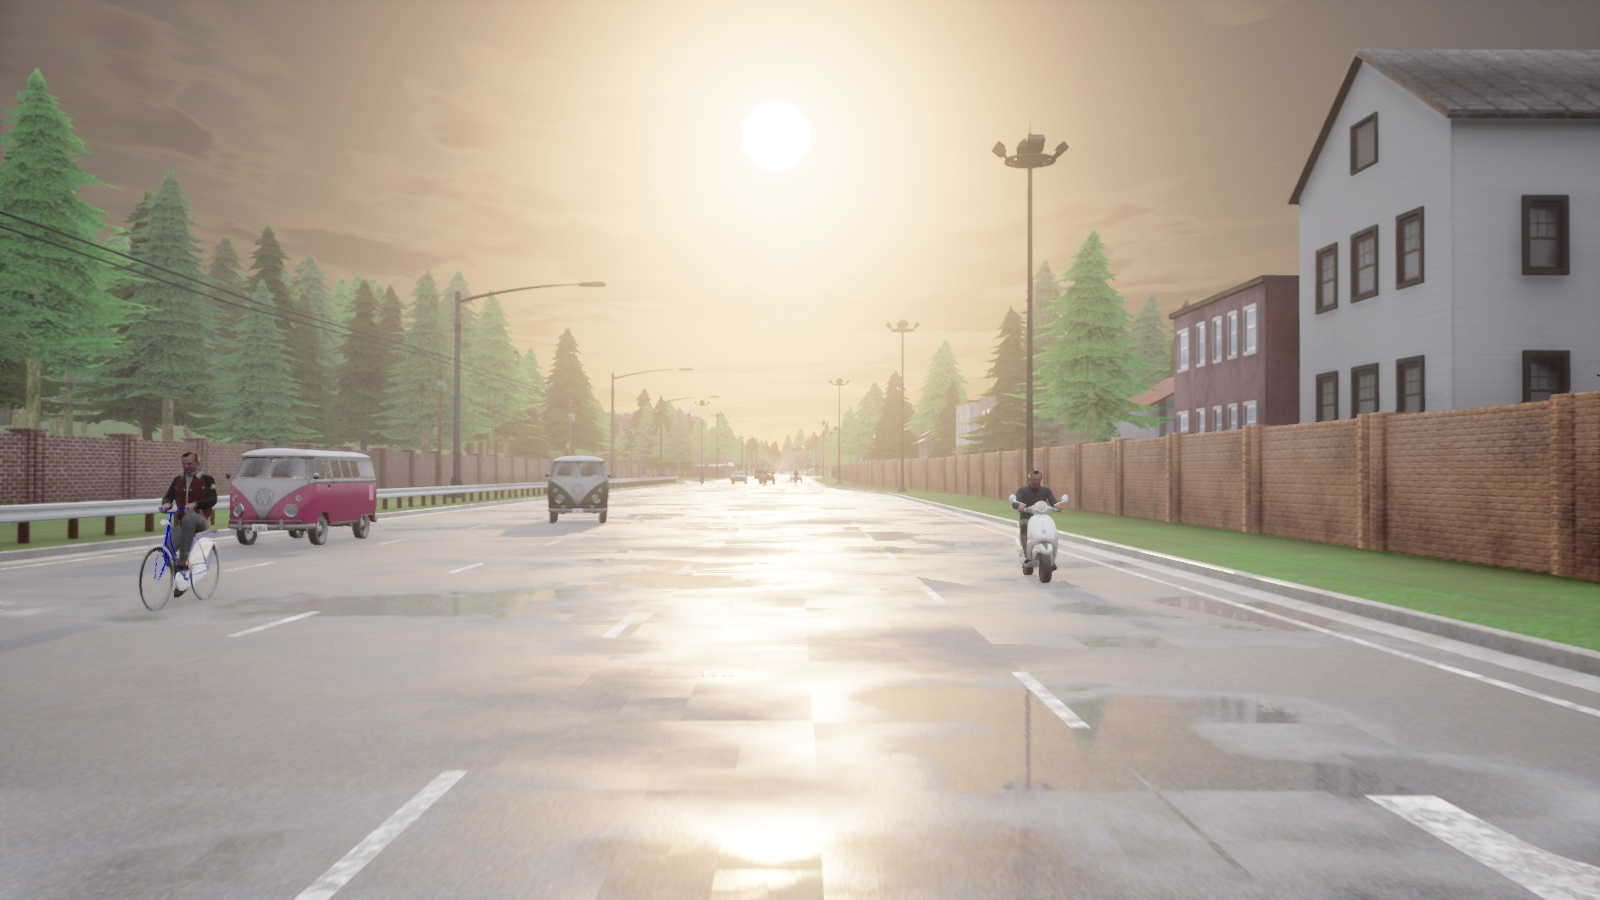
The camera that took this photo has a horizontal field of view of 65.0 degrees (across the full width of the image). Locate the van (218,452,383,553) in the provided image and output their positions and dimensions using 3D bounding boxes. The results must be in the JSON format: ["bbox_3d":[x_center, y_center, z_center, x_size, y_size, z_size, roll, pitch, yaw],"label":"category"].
[{"bbox_3d":[-10.579,1.066,26.949,1.775,1.987,4.442,0,-1,0],"label":"van"}]

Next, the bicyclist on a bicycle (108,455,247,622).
[{"bbox_3d":[-7.041,0.956,14.309,0.659,1.776,1.843,0,-1,0],"label":"bicyclist on a bicycle"}]

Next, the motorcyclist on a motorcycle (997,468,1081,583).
[{"bbox_3d":[3.450,1.065,18.312,0.866,1.590,1.817,0,-1,0],"label":"motorcyclist on a motorcycle"}]

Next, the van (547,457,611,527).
[{"bbox_3d":[-6.675,1.237,37.949,1.775,1.987,4.442,0,-1,-10],"label":"van"}]
